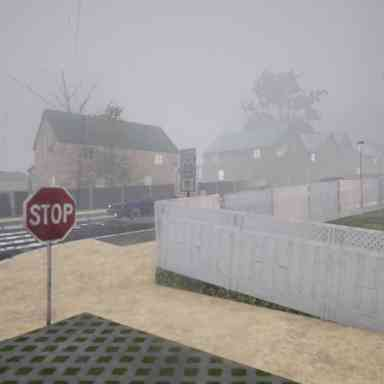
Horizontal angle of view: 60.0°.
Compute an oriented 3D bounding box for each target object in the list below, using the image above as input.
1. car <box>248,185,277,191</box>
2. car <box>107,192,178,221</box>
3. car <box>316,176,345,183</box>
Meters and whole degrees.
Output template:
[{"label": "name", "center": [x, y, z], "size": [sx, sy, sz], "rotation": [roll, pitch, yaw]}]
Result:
[{"label": "car", "center": [5.035, 0.187, 24.501], "size": [4.718, 1.301, 1.895], "rotation": [-4, 3, -40]}, {"label": "car", "center": [-2.230, 0.719, 18.339], "size": [4.718, 1.301, 1.895], "rotation": [-4, 3, -40]}, {"label": "car", "center": [12.897, -0.640, 31.161], "size": [4.553, 1.767, 2.097], "rotation": [-4, 3, -42]}]
